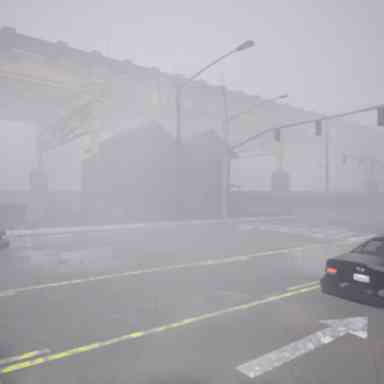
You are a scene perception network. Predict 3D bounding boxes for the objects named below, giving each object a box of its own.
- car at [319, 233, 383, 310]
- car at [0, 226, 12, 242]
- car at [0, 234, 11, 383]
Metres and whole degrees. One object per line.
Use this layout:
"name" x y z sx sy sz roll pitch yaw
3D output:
"car" 5.083 1.600 7.396 5.357 1.411 2.033 0 0 -35
"car" -8.836 1.540 10.589 5.357 1.411 2.033 0 0 -35
"car" -3.313 1.339 1.387 4.553 1.767 2.097 0 0 -36
